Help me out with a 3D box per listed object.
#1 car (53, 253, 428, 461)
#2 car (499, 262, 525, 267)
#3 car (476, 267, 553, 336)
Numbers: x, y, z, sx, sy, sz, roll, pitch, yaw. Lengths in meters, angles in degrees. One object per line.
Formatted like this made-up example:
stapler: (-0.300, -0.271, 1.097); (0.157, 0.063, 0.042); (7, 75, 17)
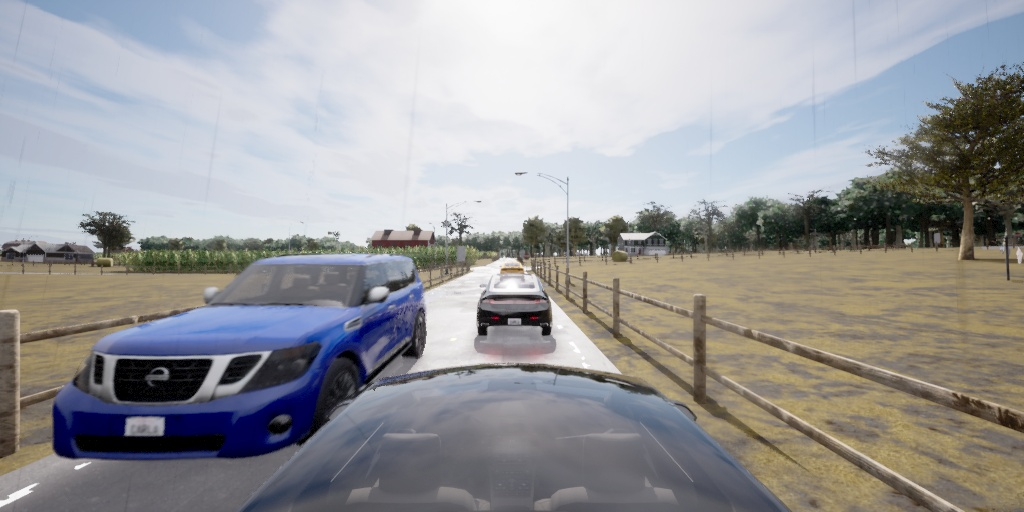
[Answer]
car: (-2.861, 0.972, 5.548); (2.150, 2.045, 5.566); (0, 0, 0)
car: (0.006, 1.193, 29.046); (1.882, 1.535, 5.008); (0, 0, 0)
car: (0.065, 1.241, 10.389); (2.128, 1.511, 4.902); (0, 0, 0)
